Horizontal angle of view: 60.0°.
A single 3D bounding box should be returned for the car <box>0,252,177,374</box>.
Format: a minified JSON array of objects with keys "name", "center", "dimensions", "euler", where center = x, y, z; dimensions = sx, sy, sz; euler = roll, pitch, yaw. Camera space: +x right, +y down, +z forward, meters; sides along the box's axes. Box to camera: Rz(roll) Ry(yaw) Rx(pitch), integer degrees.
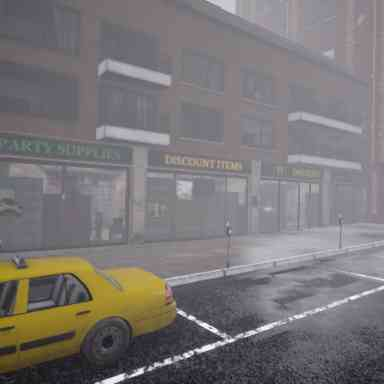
[{"name":"car","center":[-2.516,1.526,4.278],"dimensions":[4.829,1.417,1.752],"euler":[0,2,-35]}]
